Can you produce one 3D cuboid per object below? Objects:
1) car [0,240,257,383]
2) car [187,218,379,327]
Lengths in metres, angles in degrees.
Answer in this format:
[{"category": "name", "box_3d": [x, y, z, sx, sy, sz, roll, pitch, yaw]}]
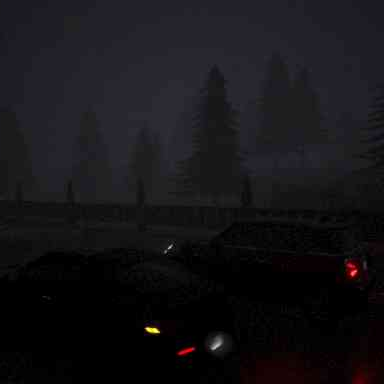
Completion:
[{"category": "car", "box_3d": [-1.584, 1.523, 5.125, 4.674, 1.442, 1.812, 0, 0, 36]}, {"category": "car", "box_3d": [1.420, 1.350, 7.281, 4.553, 1.767, 2.097, 0, 0, 36]}]
